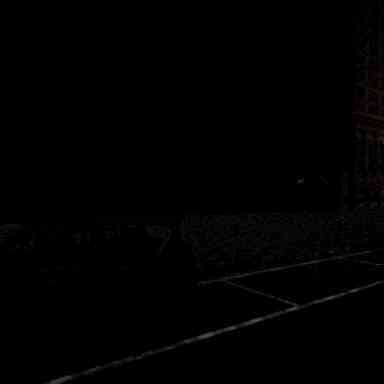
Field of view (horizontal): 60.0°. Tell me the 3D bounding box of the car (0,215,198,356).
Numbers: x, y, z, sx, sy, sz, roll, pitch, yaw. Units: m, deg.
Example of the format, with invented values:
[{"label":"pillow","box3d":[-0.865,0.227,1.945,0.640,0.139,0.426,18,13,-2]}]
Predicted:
[{"label":"car","box3d":[-2.222,1.324,5.068,5.009,1.841,2.192,1,-1,-35]}]
